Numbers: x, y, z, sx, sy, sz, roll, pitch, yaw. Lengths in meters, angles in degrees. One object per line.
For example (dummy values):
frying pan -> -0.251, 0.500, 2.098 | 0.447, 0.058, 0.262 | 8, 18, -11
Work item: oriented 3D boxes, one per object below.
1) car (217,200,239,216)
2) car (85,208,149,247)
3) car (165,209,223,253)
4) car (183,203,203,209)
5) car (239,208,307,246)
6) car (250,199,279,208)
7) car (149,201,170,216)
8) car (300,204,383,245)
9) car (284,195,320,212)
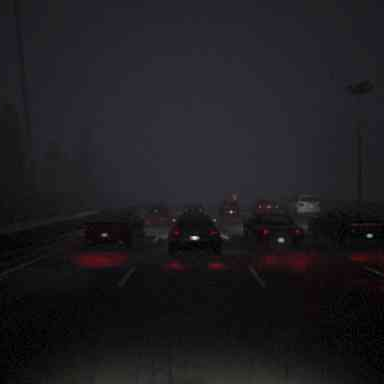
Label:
car -> 3.599, 1.602, 33.196 | 1.837, 1.490, 4.892 | 0, 0, 0
car -> -3.401, 1.523, 15.402 | 1.882, 1.535, 5.008 | 0, 0, 0
car -> 0.098, 1.605, 13.796 | 1.994, 1.385, 4.181 | 0, 0, 0
car -> 0.099, 1.693, 31.578 | 1.895, 1.301, 4.718 | 0, 0, 0
car -> 3.600, 1.647, 15.631 | 1.895, 1.301, 4.718 | 0, 0, 0
car -> 7.099, 1.448, 32.863 | 2.097, 1.767, 4.553 | 0, 0, 0
car -> -3.415, 1.626, 34.177 | 1.812, 1.442, 4.674 | 0, 0, 0
car -> 7.099, 1.538, 15.718 | 2.128, 1.511, 4.902 | 0, 0, 0
car -> 10.599, 1.316, 32.239 | 2.150, 2.045, 5.566 | 0, 0, 0
